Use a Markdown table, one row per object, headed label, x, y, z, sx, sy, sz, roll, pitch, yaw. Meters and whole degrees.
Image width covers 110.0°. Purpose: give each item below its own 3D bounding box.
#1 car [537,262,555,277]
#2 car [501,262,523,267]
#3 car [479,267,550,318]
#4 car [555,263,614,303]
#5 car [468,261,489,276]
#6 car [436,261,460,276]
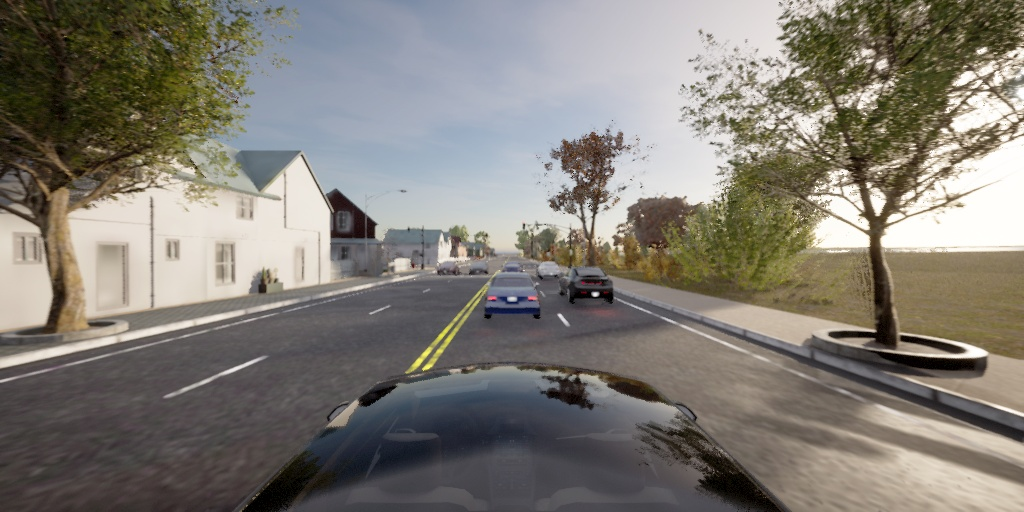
| label | x | y | z | sx | sy | sz | roll | pitch | yaw |
| --- | --- | --- | --- | --- | --- | --- | --- | --- | --- |
| car | 3.270 | 1.262 | 32.018 | 1.812 | 1.442 | 4.674 | 0 | 0 | 0 |
| car | 0.021 | 1.262 | 31.998 | 1.812 | 1.442 | 4.674 | 0 | 0 | 0 |
| car | 0.024 | 1.294 | 12.925 | 2.033 | 1.411 | 5.357 | 0 | 0 | 0 |
| car | 3.294 | 1.250 | 16.535 | 1.837 | 1.490 | 4.892 | 0 | 0 | 0 |
| car | -3.386 | 1.256 | 37.713 | 1.812 | 1.442 | 4.674 | 0 | 0 | 0 |
| car | -6.638 | 1.256 | 37.812 | 1.812 | 1.442 | 4.674 | 0 | 0 | 0 |
